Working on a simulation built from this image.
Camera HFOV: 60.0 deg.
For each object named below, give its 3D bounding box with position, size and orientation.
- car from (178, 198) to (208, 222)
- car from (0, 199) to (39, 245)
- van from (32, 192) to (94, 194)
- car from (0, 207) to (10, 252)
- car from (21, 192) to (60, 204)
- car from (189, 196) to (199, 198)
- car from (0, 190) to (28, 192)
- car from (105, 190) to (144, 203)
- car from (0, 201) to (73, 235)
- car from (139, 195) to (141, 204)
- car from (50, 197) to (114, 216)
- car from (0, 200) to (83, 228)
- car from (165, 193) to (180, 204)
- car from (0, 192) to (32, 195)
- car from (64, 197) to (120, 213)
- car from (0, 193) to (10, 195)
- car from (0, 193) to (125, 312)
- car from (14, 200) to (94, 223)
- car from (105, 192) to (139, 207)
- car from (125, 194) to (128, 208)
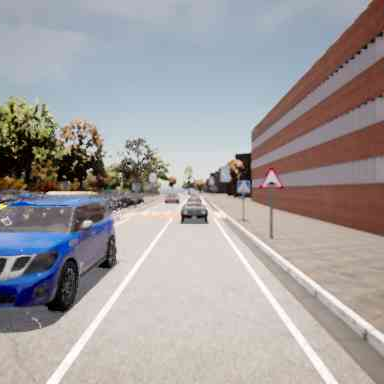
[{"bbox_3d":[0.174,1.389,24.504,1.895,1.301,4.718,0,1,0],"label":"car"},{"bbox_3d":[-9.362,1.213,14.322,4.553,1.767,2.185,0,1,0],"label":"car"},{"bbox_3d":[-9.455,0.994,25.623,4.442,1.987,1.878,0,1,0],"label":"van"},{"bbox_3d":[-9.514,1.365,11.498,5.366,1.575,1.946,0,1,0],"label":"car"},{"bbox_3d":[-21.864,0.836,48.138,4.553,1.767,2.185,0,0,0],"label":"car"},{"bbox_3d":[0.295,1.200,41.145,1.994,1.385,4.181,0,1,0],"label":"car"},{"bbox_3d":[-21.895,0.787,42.357,5.566,2.045,2.435,0,1,0],"label":"car"},{"bbox_3d":[-9.324,0.751,45.402,5.566,2.045,2.435,0,1,0],"label":"car"},{"bbox_3d":[-9.147,1.306,17.149,5.366,1.575,1.946,0,1,0],"label":"car"},{"bbox_3d":[-9.348,1.076,42.581,4.674,1.452,2.002,0,1,0],"label":"car"},{"bbox_3d":[-9.311,1.220,28.452,4.792,1.488,2.163,0,1,0],"label":"car"},{"bbox_3d":[-9.520,1.276,19.975,5.366,1.575,1.946,0,1,0],"label":"car"},{"bbox_3d":[-3.027,0.886,51.320,2.097,1.767,4.553,0,1,1],"label":"car"},{"bbox_3d":[-21.927,1.071,39.660,4.892,1.521,2.231,0,1,0],"label":"car"},{"bbox_3d":[-9.345,1.201,31.277,4.674,1.452,2.002,0,1,0],"label":"car"},{"bbox_3d":[-21.909,1.133,34.014,4.892,1.521,2.231,0,1,0],"label":"car"},{"bbox_3d":[-3.338,1.162,7.933,2.150,2.045,5.566,0,0,0],"label":"car"},{"bbox_3d":[-9.334,1.290,22.801,4.674,1.452,2.002,0,1,0],"label":"car"},{"bbox_3d":[-9.343,1.069,39.753,5.008,1.535,2.097,0,1,0],"label":"car"},{"bbox_3d":[-9.342,1.171,34.103,4.674,1.452,2.002,0,1,0],"label":"car"}]
